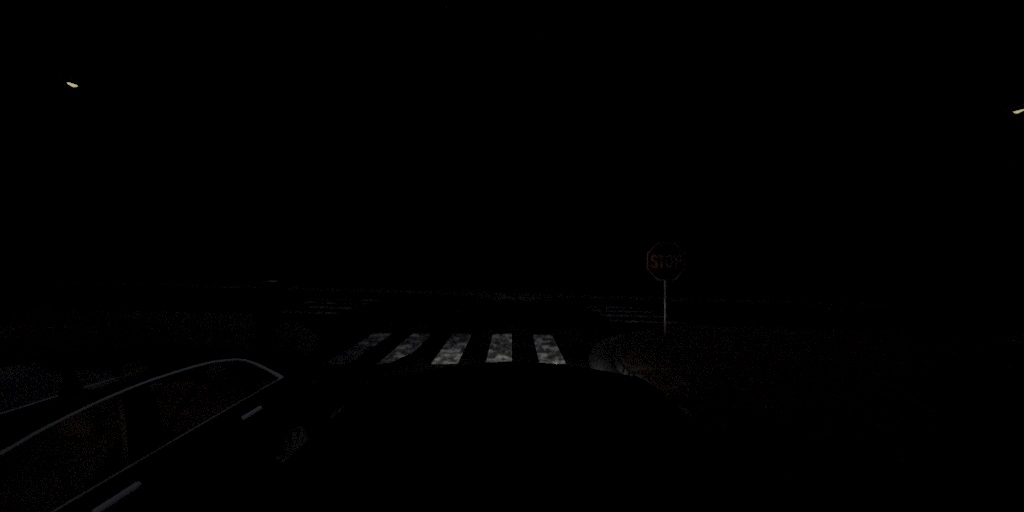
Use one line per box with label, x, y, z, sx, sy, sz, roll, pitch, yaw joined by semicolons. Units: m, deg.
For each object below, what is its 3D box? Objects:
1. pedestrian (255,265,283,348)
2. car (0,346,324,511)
pedestrian;-4.176;1.049;6.078;0.375;1.860;0.375;1;-1;0
car;-2.637;1.301;1.724;2.007;1.370;4.403;0;0;0
